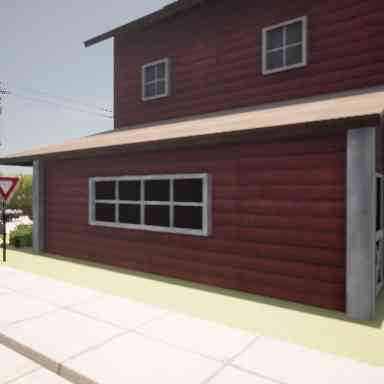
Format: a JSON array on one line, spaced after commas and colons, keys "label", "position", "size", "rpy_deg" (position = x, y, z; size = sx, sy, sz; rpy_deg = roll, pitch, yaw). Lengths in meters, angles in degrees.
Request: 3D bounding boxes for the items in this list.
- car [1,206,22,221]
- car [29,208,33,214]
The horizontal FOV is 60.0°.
[{"label": "car", "position": [-14.876, 1.568, 23.568], "size": [1.895, 1.301, 4.718], "rpy_deg": [0, 0, 37]}, {"label": "car", "position": [-9.424, 1.482, 24.474], "size": [1.837, 1.490, 4.892], "rpy_deg": [0, 0, 35]}]
